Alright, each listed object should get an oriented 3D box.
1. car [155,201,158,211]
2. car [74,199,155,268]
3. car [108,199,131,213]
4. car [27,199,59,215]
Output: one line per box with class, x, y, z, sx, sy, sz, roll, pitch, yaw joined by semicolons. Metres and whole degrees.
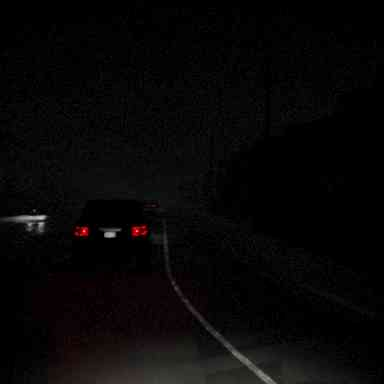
car;-5.274;1.677;41.890;2.033;1.411;5.357;0;0;-5
car;-2.507;1.251;11.636;2.150;2.045;5.566;0;0;-6
car;-8.648;1.649;40.297;2.033;1.411;5.357;0;0;-5
car;-15.296;1.527;34.278;2.128;1.511;4.902;0;0;-5
